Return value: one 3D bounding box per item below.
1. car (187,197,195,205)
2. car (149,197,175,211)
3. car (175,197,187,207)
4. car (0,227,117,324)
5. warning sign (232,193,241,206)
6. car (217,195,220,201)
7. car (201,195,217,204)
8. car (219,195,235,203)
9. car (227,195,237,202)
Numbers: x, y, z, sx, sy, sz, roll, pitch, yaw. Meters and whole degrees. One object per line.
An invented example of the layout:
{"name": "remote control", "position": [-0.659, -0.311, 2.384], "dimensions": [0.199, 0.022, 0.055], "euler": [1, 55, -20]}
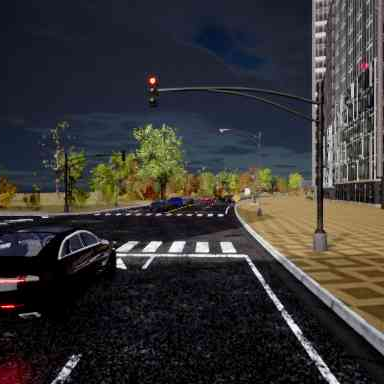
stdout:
{"name": "car", "position": [-0.756, 1.578, 62.205], "dimensions": [2.033, 1.411, 5.357], "euler": [0, 0, 11]}
{"name": "car", "position": [-3.906, 1.563, 41.479], "dimensions": [2.033, 1.411, 5.357], "euler": [0, 0, 7]}
{"name": "car", "position": [-2.500, 1.500, 51.696], "dimensions": [1.882, 1.535, 5.008], "euler": [0, 0, 9]}
{"name": "car", "position": [-2.989, 1.494, 7.155], "dimensions": [2.128, 1.511, 4.902], "euler": [0, 0, 1]}
{"name": "warning sign", "position": [6.486, 1.140, 48.251], "dimensions": [1.300, 1.860, 1.060], "euler": [0, 0, 8]}
{"name": "car", "position": [6.371, 1.526, 80.593], "dimensions": [1.882, 1.535, 5.008], "euler": [0, 0, 14]}
{"name": "car", "position": [3.089, 1.388, 64.273], "dimensions": [2.097, 1.767, 4.553], "euler": [0, 0, 10]}
{"name": "car", "position": [7.526, 1.520, 70.146], "dimensions": [1.882, 1.535, 5.008], "euler": [0, 0, 12]}
{"name": "car", "position": [9.665, 1.529, 80.403], "dimensions": [1.882, 1.535, 5.008], "euler": [0, 0, 14]}
